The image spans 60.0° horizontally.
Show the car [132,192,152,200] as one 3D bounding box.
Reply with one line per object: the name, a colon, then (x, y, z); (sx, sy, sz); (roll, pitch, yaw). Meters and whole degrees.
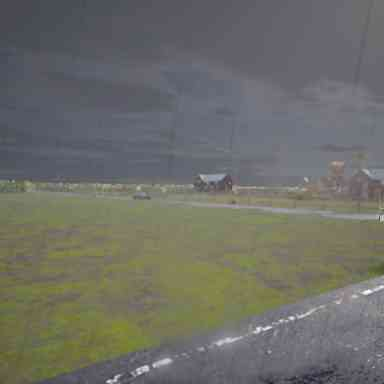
car: (-8.569, 0.697, 57.144); (1.994, 1.385, 4.181); (1, 1, -36)
